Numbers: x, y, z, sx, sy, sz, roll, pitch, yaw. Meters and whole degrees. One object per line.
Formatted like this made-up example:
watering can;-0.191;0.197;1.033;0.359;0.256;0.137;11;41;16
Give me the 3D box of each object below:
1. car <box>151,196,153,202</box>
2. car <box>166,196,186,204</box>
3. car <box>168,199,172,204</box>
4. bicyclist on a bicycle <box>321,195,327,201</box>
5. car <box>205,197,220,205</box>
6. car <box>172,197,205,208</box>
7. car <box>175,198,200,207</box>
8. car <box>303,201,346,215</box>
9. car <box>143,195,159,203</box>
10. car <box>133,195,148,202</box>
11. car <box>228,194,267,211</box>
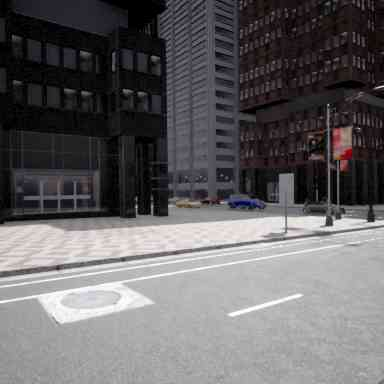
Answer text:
car;-7.764;1.652;69.366;1.812;1.442;4.674;-1;0;-36
car;-3.267;1.636;67.819;1.752;1.417;4.829;-1;1;-36
car;-1.569;1.672;60.752;2.033;1.411;5.357;-1;0;-35
bicyclist on a bicycle;17.416;1.252;43.805;1.656;1.620;0.582;-1;1;-36
car;3.140;1.612;58.853;1.887;1.381;4.507;-1;1;-36
car;-0.546;1.699;49.349;1.752;1.417;4.829;-1;1;-36
car;-0.737;1.713;54.241;1.994;1.385;4.181;-1;0;-35
car;13.533;1.626;34.237;1.994;1.385;4.181;-1;0;-36
car;-9.477;1.595;76.508;1.967;1.590;4.097;-1;1;-36
car;-12.631;1.618;80.922;1.967;1.590;4.097;-1;1;-36
car;7.119;1.324;43.195;2.150;2.045;5.566;-1;0;-36
